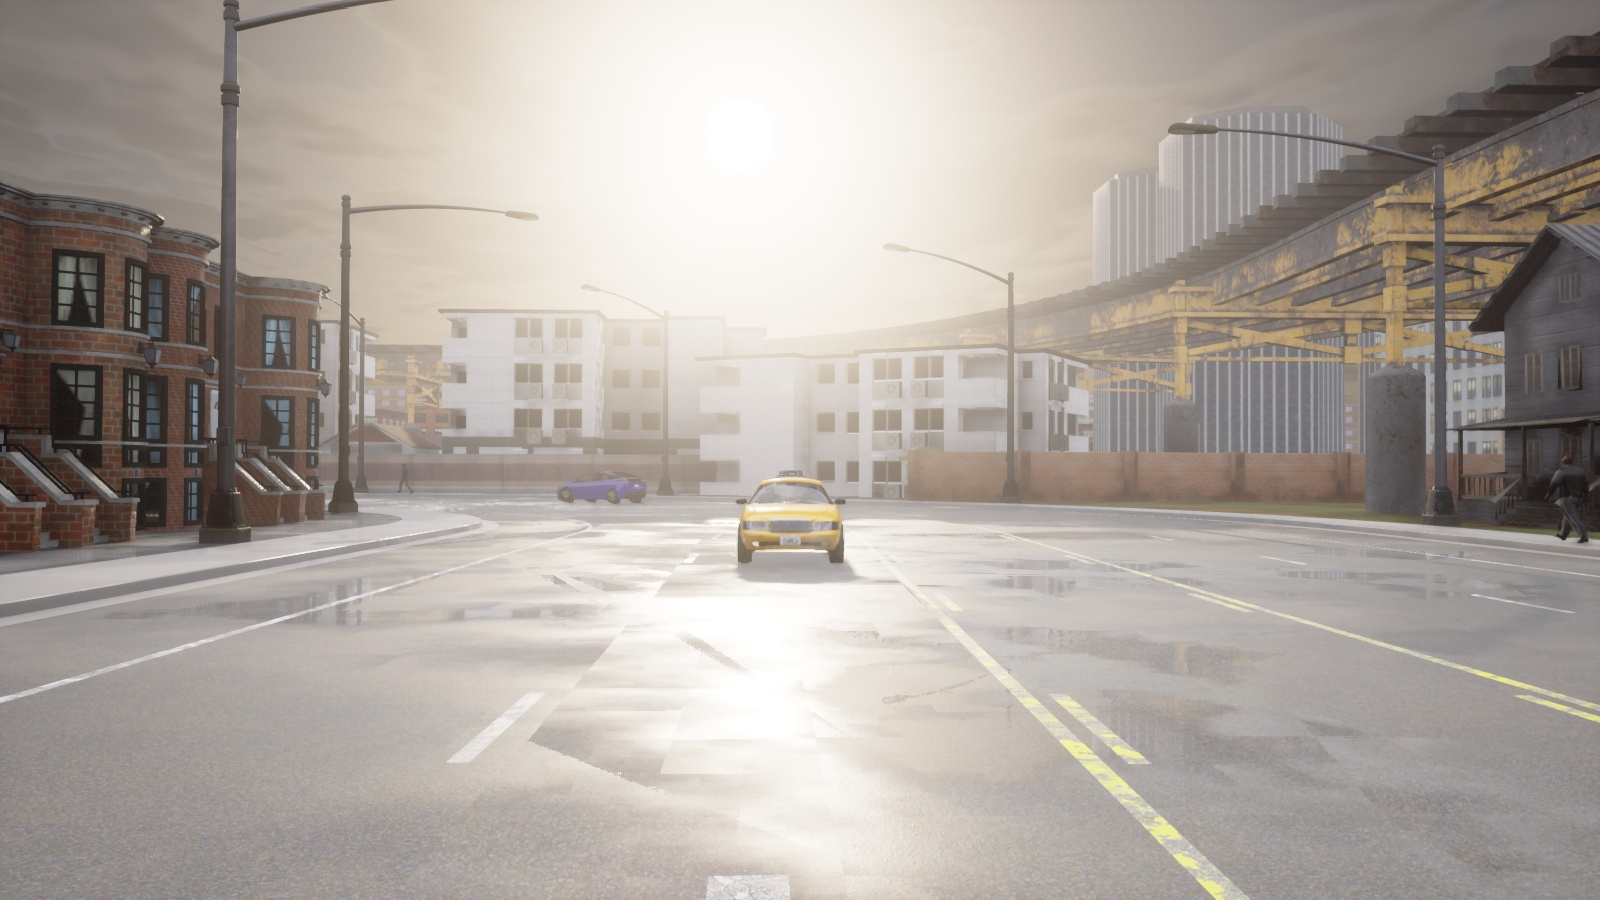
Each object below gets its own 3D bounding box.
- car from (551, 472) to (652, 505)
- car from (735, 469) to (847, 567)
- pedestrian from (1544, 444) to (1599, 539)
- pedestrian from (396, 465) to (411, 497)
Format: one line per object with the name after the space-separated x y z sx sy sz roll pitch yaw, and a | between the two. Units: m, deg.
-9.382 1.790 59.187 4.514 1.525 2.007 -1 -1 32 | car
-0.155 1.138 22.887 1.801 1.575 5.366 0 -1 0 | car
15.608 0.833 25.406 0.563 1.883 0.849 0 -1 -5 | pedestrian
-22.692 1.765 71.924 0.726 1.835 0.370 0 -1 7 | pedestrian
